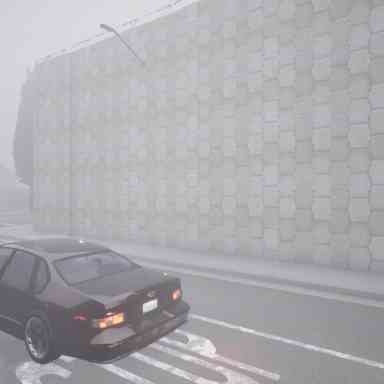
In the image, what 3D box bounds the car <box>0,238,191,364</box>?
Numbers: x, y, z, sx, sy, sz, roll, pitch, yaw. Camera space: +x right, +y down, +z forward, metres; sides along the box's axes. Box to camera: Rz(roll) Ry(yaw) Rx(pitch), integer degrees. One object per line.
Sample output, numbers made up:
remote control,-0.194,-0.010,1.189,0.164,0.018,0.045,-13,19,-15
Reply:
car,-2.602,1.547,5.834,5.357,1.411,2.033,0,0,35
